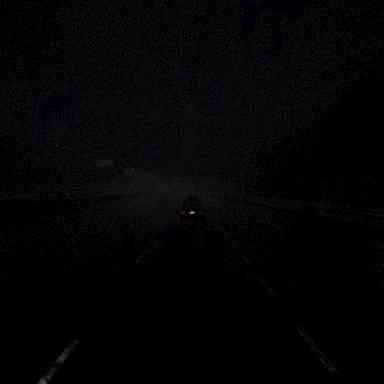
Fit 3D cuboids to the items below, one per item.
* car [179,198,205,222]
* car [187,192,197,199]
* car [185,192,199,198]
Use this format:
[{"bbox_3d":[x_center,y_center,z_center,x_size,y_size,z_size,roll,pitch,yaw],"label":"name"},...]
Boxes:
[{"bbox_3d":[0.018,1.438,24.916,2.033,1.411,5.357,0,0,0],"label":"car"},{"bbox_3d":[0.026,0.792,75.014,2.128,1.511,4.902,0,1,0],"label":"car"},{"bbox_3d":[0.039,1.155,52.953,1.837,1.490,4.892,0,1,0],"label":"car"}]
